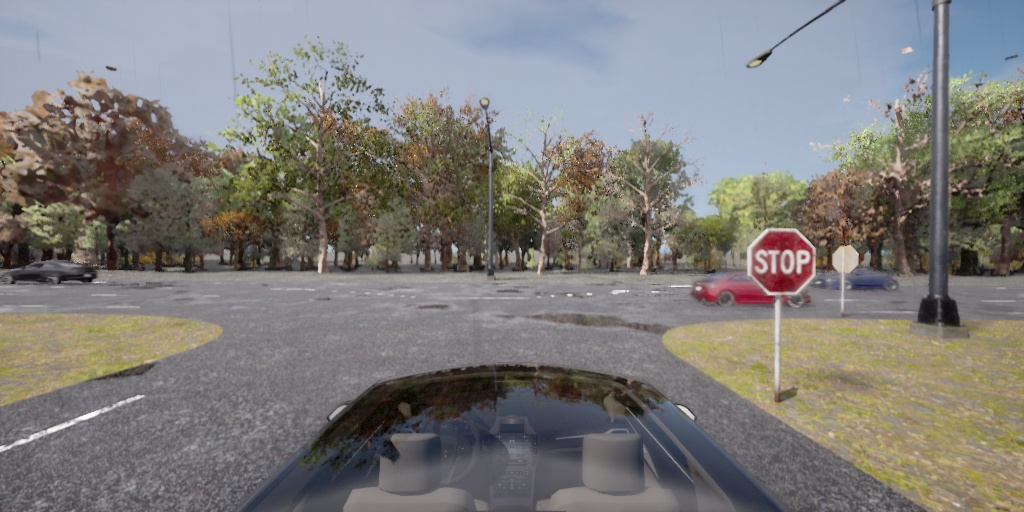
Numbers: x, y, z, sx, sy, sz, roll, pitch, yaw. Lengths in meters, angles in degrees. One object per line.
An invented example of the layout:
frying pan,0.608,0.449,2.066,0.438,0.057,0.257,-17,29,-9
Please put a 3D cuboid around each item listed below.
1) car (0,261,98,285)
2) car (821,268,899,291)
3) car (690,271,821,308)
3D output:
car,-28.501,1.031,22.194,4.674,1.442,1.812,0,0,1
car,20.513,1.417,21.665,4.181,1.385,1.994,0,0,0
car,9.656,1.319,14.741,4.181,1.385,1.994,0,0,0
